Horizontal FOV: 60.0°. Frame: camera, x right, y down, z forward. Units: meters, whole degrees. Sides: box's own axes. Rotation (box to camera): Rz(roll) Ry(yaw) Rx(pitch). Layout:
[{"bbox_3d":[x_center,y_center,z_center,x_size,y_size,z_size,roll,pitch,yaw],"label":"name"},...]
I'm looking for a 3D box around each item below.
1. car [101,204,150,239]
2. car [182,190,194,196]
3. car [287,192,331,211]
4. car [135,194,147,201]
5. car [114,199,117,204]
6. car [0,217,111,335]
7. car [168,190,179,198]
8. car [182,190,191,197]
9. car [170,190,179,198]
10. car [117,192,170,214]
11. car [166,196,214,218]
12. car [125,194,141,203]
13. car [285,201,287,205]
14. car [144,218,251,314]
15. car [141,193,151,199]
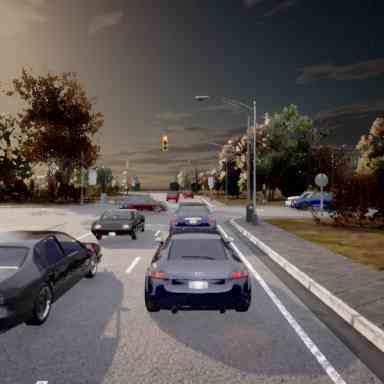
[{"bbox_3d":[-3.482,1.519,16.622,1.895,1.301,4.718,0,0,-1],"label":"car"},{"bbox_3d":[-0.799,0.573,83.388,2.150,2.045,5.566,0,1,-4],"label":"car"},{"bbox_3d":[14.010,0.996,37.372,5.566,2.045,2.150,0,0,-3],"label":"car"},{"bbox_3d":[-10.865,1.101,71.169,1.895,1.301,4.718,0,1,-1],"label":"car"},{"bbox_3d":[-10.805,1.273,52.110,1.895,1.301,4.718,0,0,0],"label":"car"},{"bbox_3d":[-3.418,1.528,6.978,2.033,1.411,5.357,0,0,-1],"label":"car"},{"bbox_3d":[-3.659,0.808,63.099,2.150,2.045,5.566,0,0,-1],"label":"car"},{"bbox_3d":[-1.619,0.401,94.035,2.097,1.767,4.553,0,1,-7],"label":"car"},{"bbox_3d":[-4.659,0.510,88.665,2.150,2.045,5.566,0,1,-6],"label":"car"},{"bbox_3d":[-4.651,1.160,32.533,4.553,1.767,2.097,0,0,-3],"label":"car"},{"bbox_3d":[0.039,1.273,16.301,2.097,1.767,4.553,0,0,0],"label":"car"},{"bbox_3d":[-10.819,1.094,61.212,2.128,1.511,4.902,0,0,0],"label":"car"},{"bbox_3d":[14.413,0.972,40.895,5.566,2.045,2.150,0,0,-3],"label":"car"},{"bbox_3d":[0.079,1.541,7.668,1.994,1.385,4.181,0,0,-1],"label":"car"},{"bbox_3d":[-11.214,0.904,81.446,1.812,1.442,4.674,0,1,-2],"label":"car"}]
